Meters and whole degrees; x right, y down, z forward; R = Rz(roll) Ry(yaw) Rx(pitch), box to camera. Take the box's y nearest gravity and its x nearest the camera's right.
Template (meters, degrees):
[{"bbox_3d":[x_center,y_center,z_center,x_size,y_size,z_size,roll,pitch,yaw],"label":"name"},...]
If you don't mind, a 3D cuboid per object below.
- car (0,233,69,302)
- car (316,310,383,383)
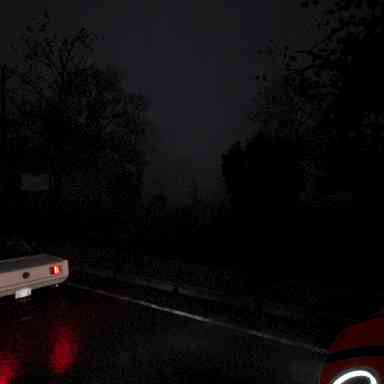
[{"bbox_3d":[-4.960,1.601,7.515,4.718,1.301,1.895,0,0,35],"label":"car"},{"bbox_3d":[3.066,1.352,1.842,4.553,1.767,2.097,0,0,35],"label":"car"}]
